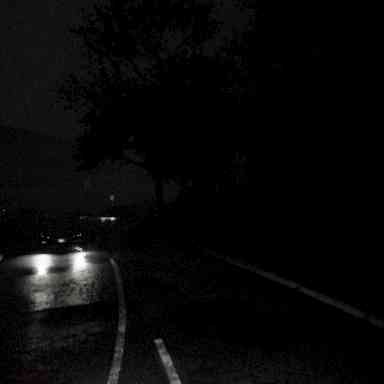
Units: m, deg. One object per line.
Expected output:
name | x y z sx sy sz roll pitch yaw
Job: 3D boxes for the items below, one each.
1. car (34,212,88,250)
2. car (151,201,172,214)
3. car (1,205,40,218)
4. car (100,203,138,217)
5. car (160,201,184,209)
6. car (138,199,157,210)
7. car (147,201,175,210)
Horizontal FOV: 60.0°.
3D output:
car | -6.103 1.751 15.805 1.837 1.490 4.892 0 0 -19
car | -3.599 2.373 47.435 1.812 1.442 4.674 0 -1 19
car | -20.857 2.357 40.852 2.128 1.511 4.902 0 -1 20
car | -9.161 2.291 41.204 2.033 1.411 5.357 0 -1 18
car | -4.191 2.718 69.796 4.674 1.452 2.002 0 -1 19
car | -7.839 2.273 59.103 5.566 2.045 2.435 0 -1 19
car | -6.005 2.604 64.446 5.008 1.535 2.097 0 -1 19
